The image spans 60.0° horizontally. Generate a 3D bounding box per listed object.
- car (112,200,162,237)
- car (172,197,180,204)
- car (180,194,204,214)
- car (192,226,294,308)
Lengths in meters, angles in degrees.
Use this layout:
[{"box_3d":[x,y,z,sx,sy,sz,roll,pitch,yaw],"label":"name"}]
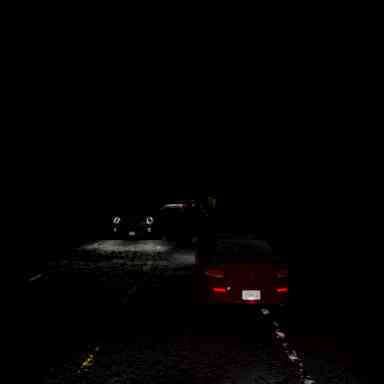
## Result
[{"box_3d":[-2.808,1.352,17.774,2.097,1.767,4.553,0,0,0],"label":"car"},{"box_3d":[-2.602,1.586,60.597,1.895,1.301,4.718,0,0,0],"label":"car"},{"box_3d":[0.157,1.348,34.948,2.097,1.767,4.553,0,0,0],"label":"car"},{"box_3d":[0.979,1.526,7.764,1.812,1.442,4.674,0,0,0],"label":"car"}]
